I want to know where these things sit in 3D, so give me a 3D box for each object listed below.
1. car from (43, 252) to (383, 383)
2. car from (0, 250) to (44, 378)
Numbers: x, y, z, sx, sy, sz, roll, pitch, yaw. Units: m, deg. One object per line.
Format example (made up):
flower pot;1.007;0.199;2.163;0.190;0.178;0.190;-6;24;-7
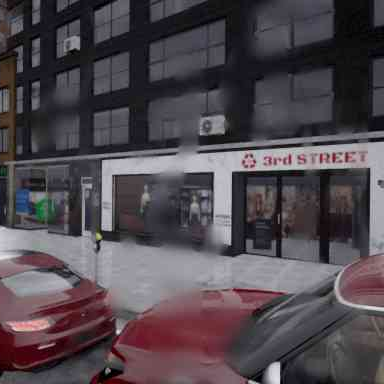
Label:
car;1.588;1.315;1.941;5.009;1.841;2.192;0;1;35
car;-2.965;1.580;5.176;4.206;1.307;1.802;0;1;35
